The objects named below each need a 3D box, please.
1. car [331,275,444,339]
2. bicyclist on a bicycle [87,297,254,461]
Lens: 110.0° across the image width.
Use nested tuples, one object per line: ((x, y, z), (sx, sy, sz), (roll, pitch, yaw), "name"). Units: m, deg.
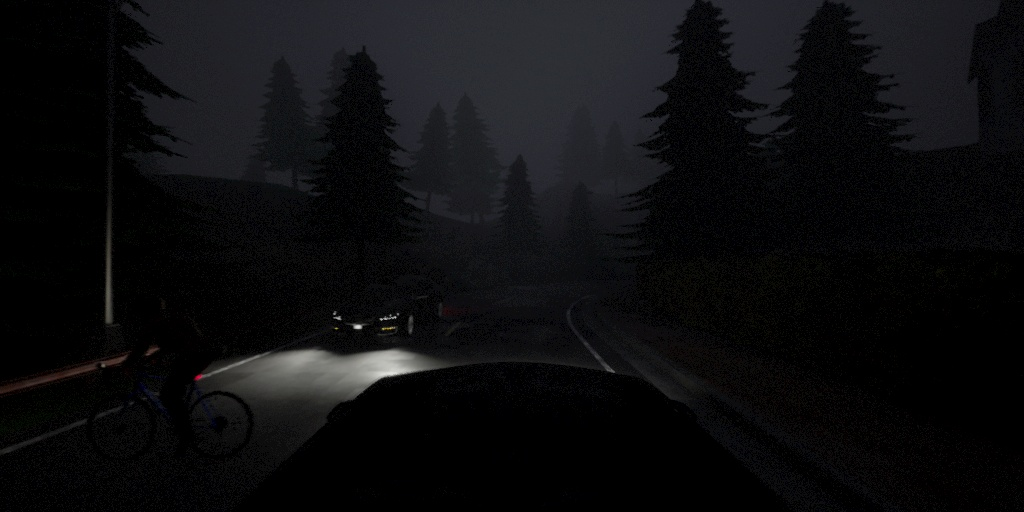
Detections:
((-3.357, 1.368, 10.588), (1.837, 1.490, 4.892), (0, 0, 4), "car")
((-3.393, 1.228, 3.554), (1.656, 1.620, 0.582), (-2, -1, 0), "bicyclist on a bicycle")
